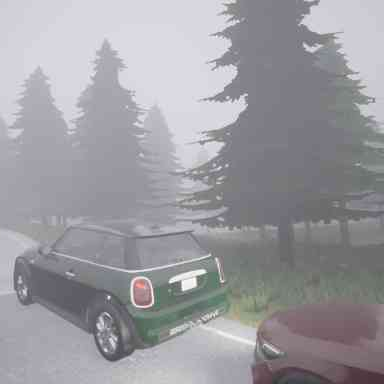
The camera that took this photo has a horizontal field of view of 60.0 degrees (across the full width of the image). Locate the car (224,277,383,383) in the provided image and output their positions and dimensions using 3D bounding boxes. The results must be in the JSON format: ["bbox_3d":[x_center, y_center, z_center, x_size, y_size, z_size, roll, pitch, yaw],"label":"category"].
[{"bbox_3d":[2.760,1.532,2.590,4.674,1.442,1.812,1,0,36],"label":"car"}]

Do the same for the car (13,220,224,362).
[{"bbox_3d":[-1.574,1.309,6.205,4.553,1.767,2.097,1,1,44],"label":"car"}]
